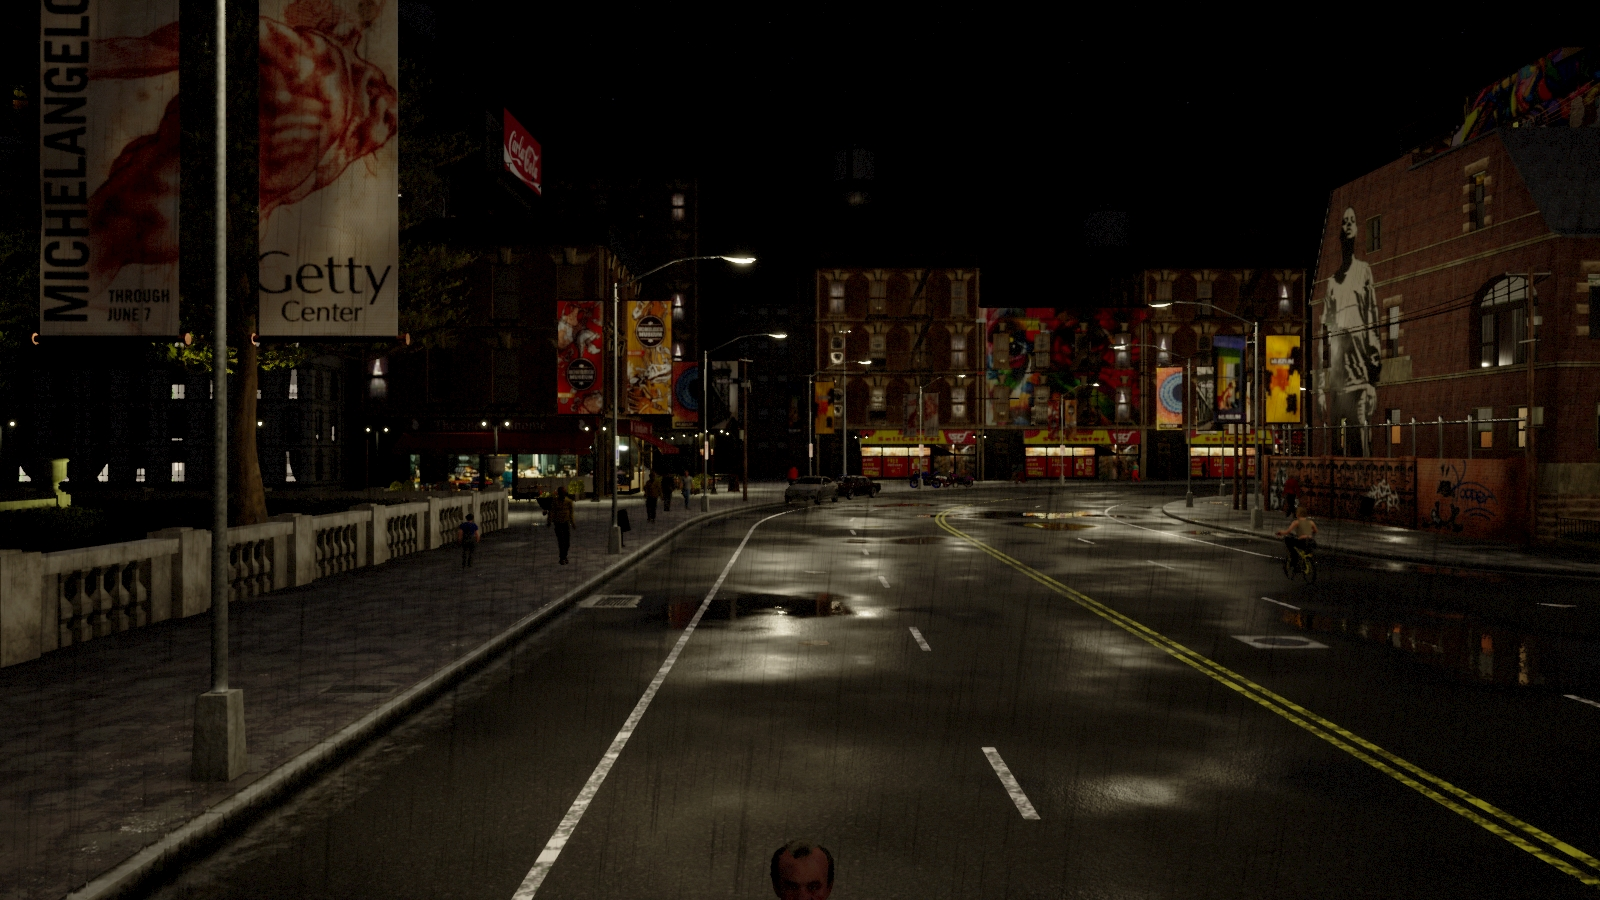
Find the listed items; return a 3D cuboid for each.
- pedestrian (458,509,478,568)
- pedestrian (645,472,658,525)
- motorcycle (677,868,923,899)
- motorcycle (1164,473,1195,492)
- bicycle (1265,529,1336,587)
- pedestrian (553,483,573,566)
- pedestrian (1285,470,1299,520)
[{"bbox_3d":[-7.468,1.978,25.676,0.375,1.300,0.375,0,0,-8],"label":"pedestrian"},{"bbox_3d":[-5.201,1.696,40.113,0.375,1.860,0.375,0,0,5],"label":"pedestrian"},{"bbox_3d":[-0.002,2.182,3.374,0.856,1.236,1.805,0,0,0],"label":"motorcycle"},{"bbox_3d":[25.597,2.182,77.103,1.805,1.236,0.856,0,0,0],"label":"motorcycle"},{"bbox_3d":[10.521,2.256,24.057,0.859,1.080,1.487,0,0,0],"label":"bicycle"},{"bbox_3d":[-5.436,1.696,26.201,0.375,1.860,0.375,0,0,-21],"label":"pedestrian"},{"bbox_3d":[18.608,1.696,43.182,0.375,1.860,0.375,0,0,1],"label":"pedestrian"}]
